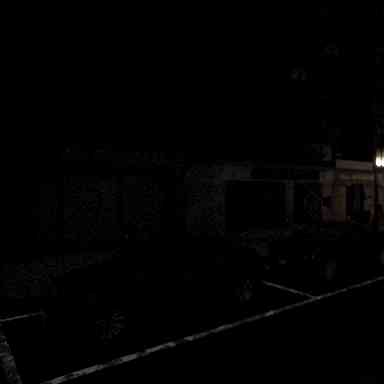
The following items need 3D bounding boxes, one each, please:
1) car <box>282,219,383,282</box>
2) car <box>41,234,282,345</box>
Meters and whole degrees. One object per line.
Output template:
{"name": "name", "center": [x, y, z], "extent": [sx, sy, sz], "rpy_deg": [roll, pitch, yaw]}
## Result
{"name": "car", "center": [4.101, 1.517, 9.685], "extent": [4.507, 1.381, 1.887], "rpy_deg": [0, 0, -35]}
{"name": "car", "center": [-0.516, 1.556, 6.396], "extent": [4.313, 1.339, 1.947], "rpy_deg": [0, 0, -35]}
